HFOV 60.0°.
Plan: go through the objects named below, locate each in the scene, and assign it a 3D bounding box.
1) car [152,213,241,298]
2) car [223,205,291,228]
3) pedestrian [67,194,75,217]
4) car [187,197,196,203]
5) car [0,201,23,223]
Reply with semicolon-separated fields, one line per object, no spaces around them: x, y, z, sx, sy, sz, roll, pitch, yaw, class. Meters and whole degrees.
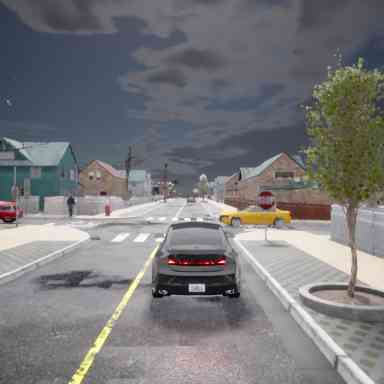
0.081;1.510;8.513;1.837;1.490;4.892;0;0;0;car
4.311;1.638;23.072;5.008;1.535;1.882;2;-1;-10;car
-9.687;1.047;26.608;0.375;1.860;0.375;0;-2;0;pedestrian
-0.165;1.749;75.671;1.994;1.385;4.181;0;0;0;car
-13.622;0.941;20.748;5.566;2.045;2.150;1;-1;-1;car
